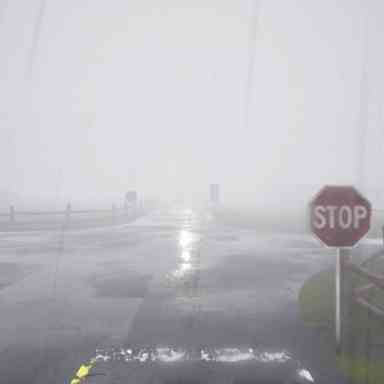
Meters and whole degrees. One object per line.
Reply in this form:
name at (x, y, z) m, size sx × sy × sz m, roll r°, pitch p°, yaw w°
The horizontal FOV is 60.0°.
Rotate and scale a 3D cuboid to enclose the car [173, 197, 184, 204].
car at (-2.546, 1.606, 65.579) m, size 1.994 × 1.385 × 4.181 m, roll 0°, pitch 0°, yaw 0°
